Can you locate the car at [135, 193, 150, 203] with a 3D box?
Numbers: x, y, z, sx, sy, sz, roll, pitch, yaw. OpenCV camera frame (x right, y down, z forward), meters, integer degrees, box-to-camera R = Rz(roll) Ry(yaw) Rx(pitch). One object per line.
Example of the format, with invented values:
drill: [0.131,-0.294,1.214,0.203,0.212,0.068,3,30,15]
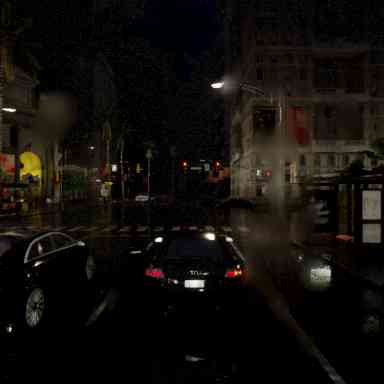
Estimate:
car: [-10.613,1.225,70.677,2.150,2.045,5.566,0,0,0]

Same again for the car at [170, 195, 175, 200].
car: [-5.987,1.524,91.820,1.812,1.442,4.674,0,0,13]

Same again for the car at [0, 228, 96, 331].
car: [-3.453,1.492,6.855,2.128,1.511,4.902,0,0,0]

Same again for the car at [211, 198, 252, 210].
car: [5.287,1.525,42.372,4.674,1.442,1.812,0,0,-13]

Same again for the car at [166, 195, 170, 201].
car: [-7.125,1.355,80.056,2.097,1.767,4.553,0,0,0]

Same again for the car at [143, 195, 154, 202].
car: [-10.626,1.540,81.055,2.033,1.411,5.357,0,0,0]

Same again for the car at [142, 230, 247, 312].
car: [0.052,1.564,7.790,1.994,1.385,4.181,0,0,0]

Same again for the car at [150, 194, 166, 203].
car: [-7.112,1.552,69.873,1.994,1.385,4.181,0,0,0]

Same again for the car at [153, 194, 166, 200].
car: [-9.127,1.355,93.717,2.097,1.767,4.553,0,0,13]

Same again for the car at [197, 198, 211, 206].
car: [2.741,1.563,51.694,1.994,1.385,4.181,0,0,-42]
